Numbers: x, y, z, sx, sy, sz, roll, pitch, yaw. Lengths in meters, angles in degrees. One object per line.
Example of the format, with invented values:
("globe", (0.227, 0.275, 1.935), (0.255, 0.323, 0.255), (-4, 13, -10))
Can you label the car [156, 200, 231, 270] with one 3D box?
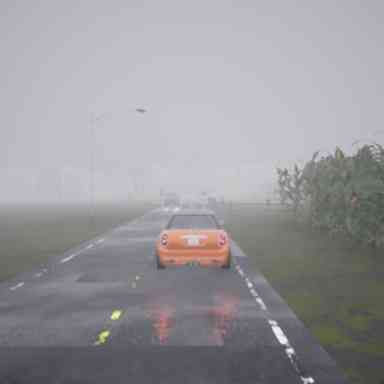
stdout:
("car", (0.055, 1.324, 11.021), (2.097, 1.767, 4.553), (0, 1, 0))

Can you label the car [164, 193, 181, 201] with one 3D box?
("car", (-2.827, 1.094, 48.601), (2.150, 2.045, 5.566), (0, 0, 0))
